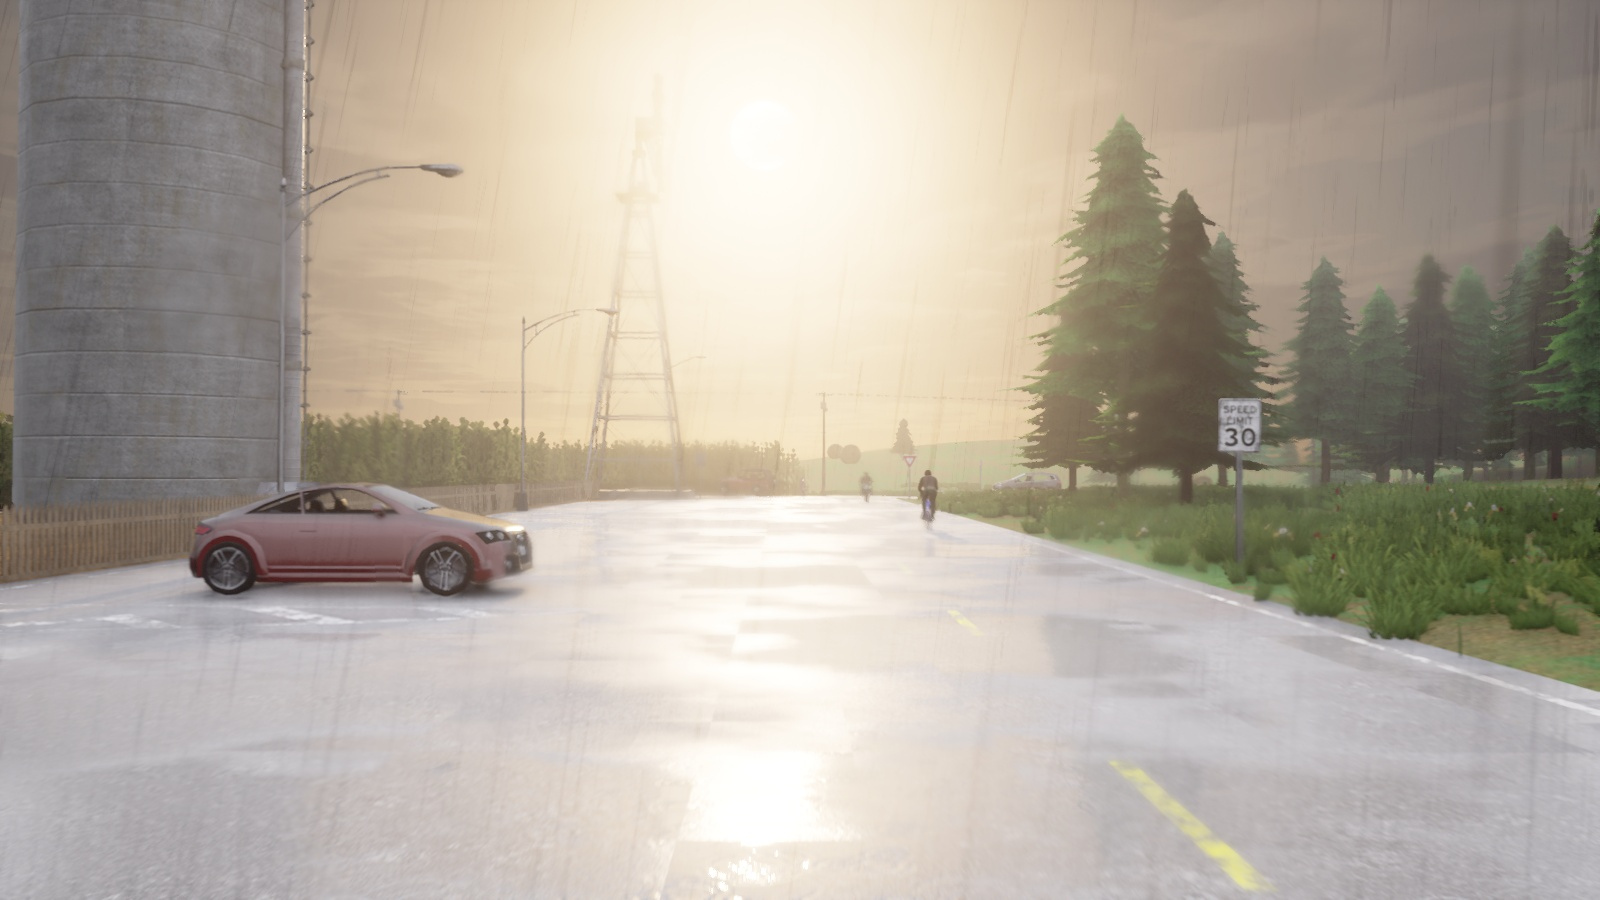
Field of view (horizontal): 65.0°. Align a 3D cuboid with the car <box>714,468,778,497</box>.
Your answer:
[{"bbox_3d":[-3.583,2.158,83.220,3.866,1.878,1.905,0,-1,15],"label":"car"}]

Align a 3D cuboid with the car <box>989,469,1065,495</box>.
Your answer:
[{"bbox_3d":[15.122,2.140,83.770,4.611,1.667,2.242,0,-1,0],"label":"car"}]
